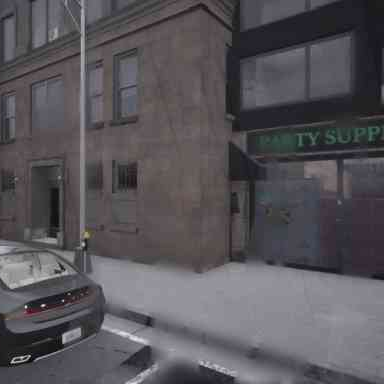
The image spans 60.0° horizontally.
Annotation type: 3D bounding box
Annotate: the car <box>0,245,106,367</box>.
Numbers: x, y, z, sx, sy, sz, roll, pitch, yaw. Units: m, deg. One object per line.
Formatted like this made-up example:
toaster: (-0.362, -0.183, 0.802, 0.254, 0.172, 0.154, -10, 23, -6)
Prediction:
car: (-3.273, 1.551, 5.413, 4.403, 1.369, 2.008, 0, 0, 36)
